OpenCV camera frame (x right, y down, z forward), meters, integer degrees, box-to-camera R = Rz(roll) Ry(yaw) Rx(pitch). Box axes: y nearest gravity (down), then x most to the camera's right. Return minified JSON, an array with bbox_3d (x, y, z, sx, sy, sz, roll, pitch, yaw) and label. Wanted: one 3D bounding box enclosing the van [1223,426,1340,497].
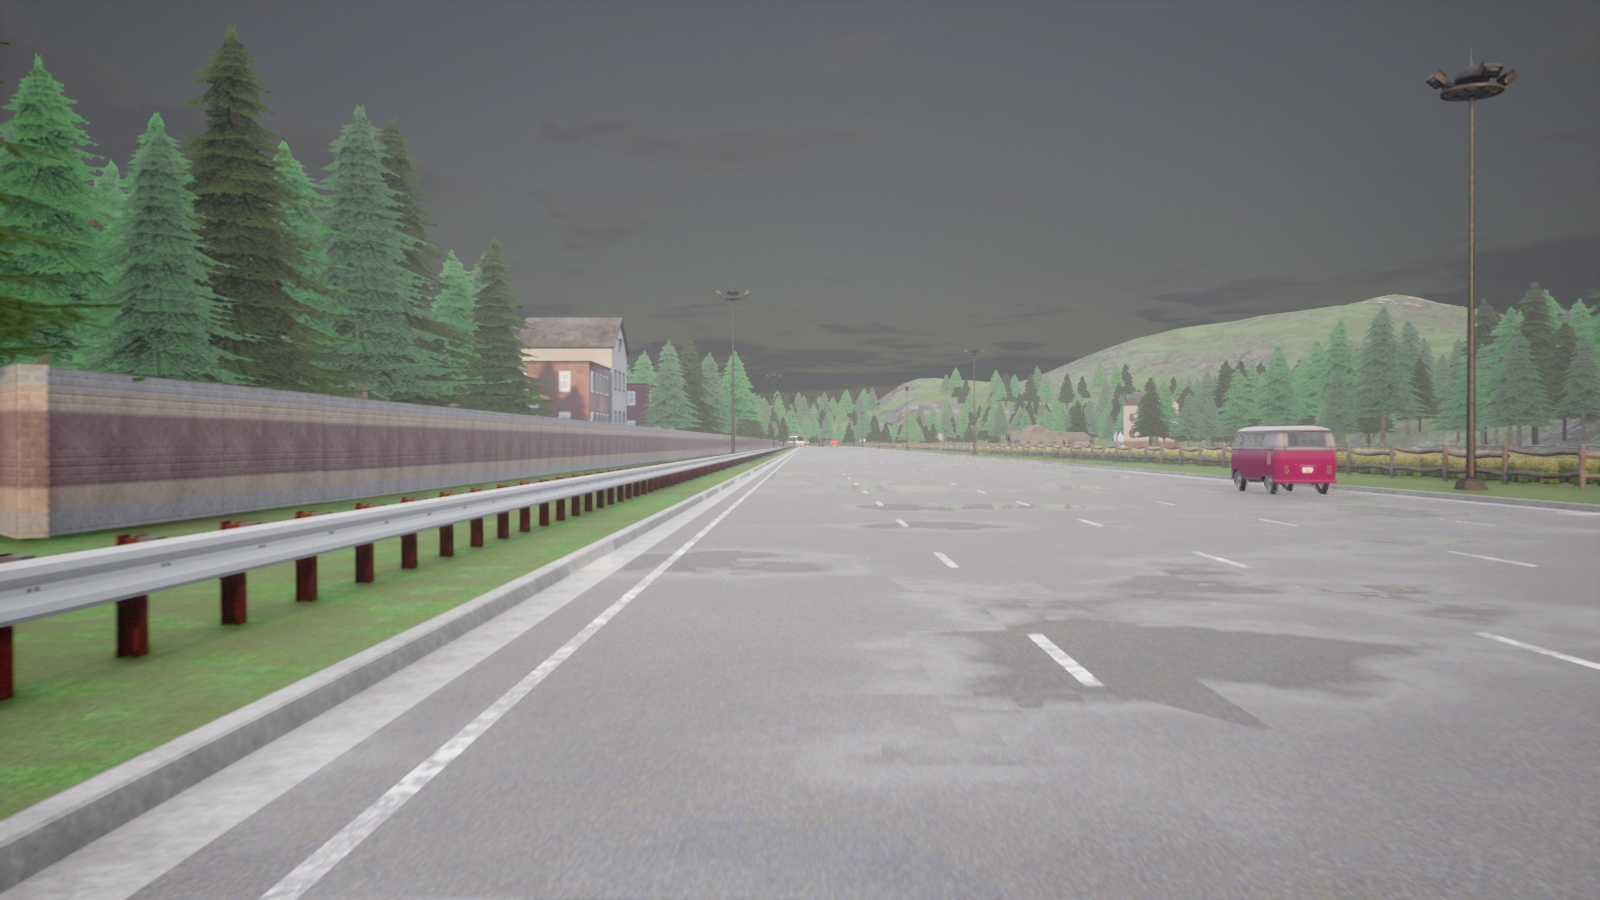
[{"bbox_3d":[14.231,0.300,37.383,1.775,1.987,4.442,0,0,0],"label":"van"}]
